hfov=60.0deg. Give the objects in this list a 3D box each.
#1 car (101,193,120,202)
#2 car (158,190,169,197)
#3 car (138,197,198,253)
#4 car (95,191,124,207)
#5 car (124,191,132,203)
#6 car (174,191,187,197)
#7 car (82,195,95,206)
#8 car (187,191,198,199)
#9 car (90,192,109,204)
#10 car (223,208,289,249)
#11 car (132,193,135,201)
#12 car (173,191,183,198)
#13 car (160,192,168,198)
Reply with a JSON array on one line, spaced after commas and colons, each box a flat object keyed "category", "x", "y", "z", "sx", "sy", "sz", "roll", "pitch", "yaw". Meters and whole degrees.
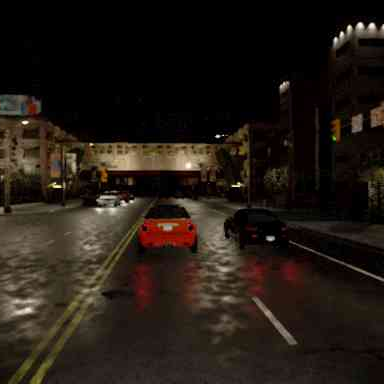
[{"category": "car", "x": -15.474, "y": 1.017, "z": 63.372, "sx": 2.231, "sy": 1.521, "sz": 4.892, "roll": 0, "pitch": 0, "yaw": 5}, {"category": "car", "x": -6.197, "y": 0.644, "z": 72.572, "sx": 2.150, "sy": 2.045, "sz": 5.566, "roll": 0, "pitch": 0, "yaw": -4}, {"category": "car", "x": -0.988, "y": 1.242, "z": 13.433, "sx": 2.097, "sy": 1.767, "sz": 4.553, "roll": 0, "pitch": 0, "yaw": -4}, {"category": "car", "x": -10.814, "y": 0.899, "z": 44.017, "sx": 2.150, "sy": 2.045, "sz": 5.566, "roll": 0, "pitch": 0, "yaw": -5}, {"category": "car", "x": -11.824, "y": 0.807, "z": 55.924, "sx": 2.150, "sy": 2.045, "sz": 5.566, "roll": 0, "pitch": 0, "yaw": -5}, {"category": "car", "x": -2.707, "y": 0.944, "z": 72.849, "sx": 2.033, "sy": 1.411, "sz": 5.357, "roll": 0, "pitch": 0, "yaw": -4}, {"category": "car", "x": -13.864, "y": 1.150, "z": 46.248, "sx": 2.097, "sy": 1.535, "sz": 5.008, "roll": 0, "pitch": 0, "yaw": -5}, {"category": "car", "x": 0.209, "y": 0.965, "z": 76.023, "sx": 1.895, "sy": 1.301, "sz": 4.718, "roll": 0, "pitch": 0, "yaw": -5}, {"category": "car", "x": -14.566, "y": 0.975, "z": 52.635, "sx": 2.185, "sy": 1.767, "sz": 4.553, "roll": 0, "pitch": 0, "yaw": -5}, {"category": "car", "x": 2.510, "y": 1.401, "z": 13.720, "sx": 1.812, "sy": 1.442, "sz": 4.674, "roll": 0, "pitch": 1, "yaw": -5}, {"category": "car", "x": -12.782, "y": 0.847, "z": 67.141, "sx": 2.097, "sy": 1.767, "sz": 4.553, "roll": 0, "pitch": 0, "yaw": -5}, {"category": "car", "x": -3.531, "y": 0.614, "z": 83.195, "sx": 2.097, "sy": 1.767, "sz": 4.553, "roll": 0, "pitch": 0, "yaw": -5}, {"category": "car", "x": -7.020, "y": 0.799, "z": 82.927, "sx": 1.812, "sy": 1.442, "sz": 4.674, "roll": 0, "pitch": 0, "yaw": -5}]
